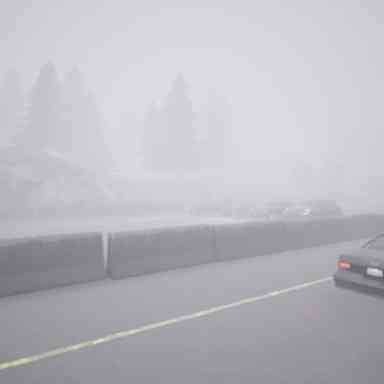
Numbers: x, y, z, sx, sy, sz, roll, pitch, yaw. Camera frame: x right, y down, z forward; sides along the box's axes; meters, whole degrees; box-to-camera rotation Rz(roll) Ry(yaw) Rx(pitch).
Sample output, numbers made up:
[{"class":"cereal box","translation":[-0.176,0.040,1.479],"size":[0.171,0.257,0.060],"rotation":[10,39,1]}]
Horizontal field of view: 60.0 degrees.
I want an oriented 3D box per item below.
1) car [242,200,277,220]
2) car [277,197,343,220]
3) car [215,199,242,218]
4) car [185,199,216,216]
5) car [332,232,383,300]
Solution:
[{"class":"car","translation":[6.517,1.394,25.828],"size":[4.892,1.490,1.837],"rotation":[-1,0,-35]},{"class":"car","translation":[8.335,1.243,22.826],"size":[4.553,1.767,2.097],"rotation":[-1,0,-35]},{"class":"car","translation":[4.458,1.453,28.658],"size":[4.181,1.385,1.994],"rotation":[-1,0,-35]},{"class":"car","translation":[1.597,1.390,30.918],"size":[4.902,1.511,2.128],"rotation":[-1,0,-35]},{"class":"car","translation":[5.421,1.517,7.609],"size":[5.357,1.411,2.033],"rotation":[0,0,-35]}]
